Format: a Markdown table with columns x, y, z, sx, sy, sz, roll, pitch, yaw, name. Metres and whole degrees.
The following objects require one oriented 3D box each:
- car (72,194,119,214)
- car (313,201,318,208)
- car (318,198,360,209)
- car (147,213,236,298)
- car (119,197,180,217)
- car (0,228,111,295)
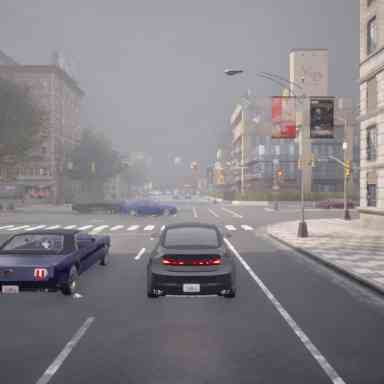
| x | y | z | sx | sy | sz | roll | pitch | yaw | name |
| --- | --- | --- | --- | --- | --- | --- | --- | --- | --- |
| -9.540 | 1.222 | 34.438 | 5.566 | 2.045 | 2.150 | 0 | 0 | 0 | car |
| 19.282 | 1.526 | 46.338 | 4.674 | 1.442 | 1.812 | 0 | 0 | 0 | car |
| 19.325 | 1.601 | 42.839 | 4.718 | 1.301 | 1.895 | 0 | 0 | 0 | car |
| -0.019 | 1.505 | 8.497 | 1.837 | 1.490 | 4.892 | 0 | 0 | 0 | car |
| -3.910 | 1.477 | 30.981 | 5.008 | 1.535 | 1.882 | 0 | 0 | 0 | car |
| -3.518 | 1.601 | 8.675 | 1.895 | 1.301 | 4.718 | 0 | 0 | 0 | car |
